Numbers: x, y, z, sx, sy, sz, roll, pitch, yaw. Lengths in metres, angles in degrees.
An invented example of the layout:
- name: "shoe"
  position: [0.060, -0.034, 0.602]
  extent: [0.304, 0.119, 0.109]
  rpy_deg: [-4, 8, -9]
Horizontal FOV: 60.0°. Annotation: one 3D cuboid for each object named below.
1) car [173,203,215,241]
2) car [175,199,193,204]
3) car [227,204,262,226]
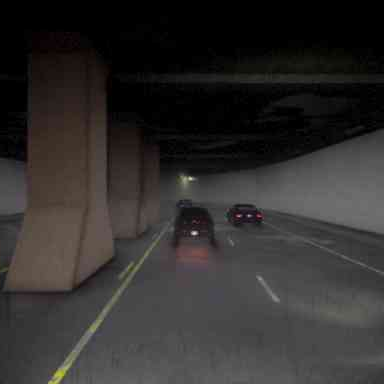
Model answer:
- name: "car"
  position: [0.104, 1.507, 16.662]
  extent: [1.837, 1.490, 4.892]
  rpy_deg: [0, 0, 0]
- name: "car"
  position: [-0.843, 1.551, 38.448]
  extent: [2.033, 1.411, 5.357]
  rpy_deg: [0, 0, -8]
- name: "car"
  position: [3.598, 1.550, 23.485]
  extent: [2.033, 1.411, 5.357]
  rpy_deg: [0, 0, 0]
